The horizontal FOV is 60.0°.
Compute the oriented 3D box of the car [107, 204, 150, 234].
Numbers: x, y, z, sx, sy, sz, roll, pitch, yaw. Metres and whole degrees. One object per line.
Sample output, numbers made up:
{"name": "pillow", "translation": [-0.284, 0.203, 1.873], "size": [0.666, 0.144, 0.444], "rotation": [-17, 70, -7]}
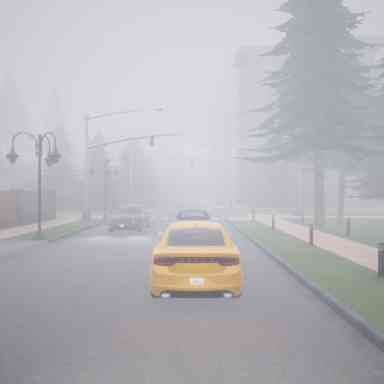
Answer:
{"name": "car", "translation": [-3.575, 1.508, 19.466], "size": [1.837, 1.490, 4.892], "rotation": [0, 0, 0]}

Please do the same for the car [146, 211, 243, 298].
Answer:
{"name": "car", "translation": [0.084, 1.478, 8.553], "size": [1.882, 1.535, 5.008], "rotation": [0, 0, 0]}
